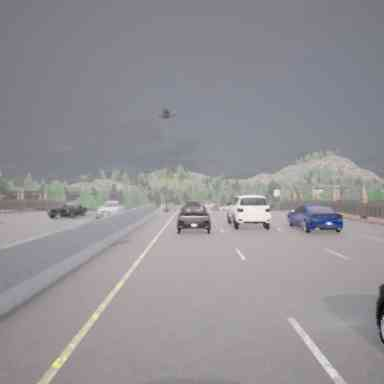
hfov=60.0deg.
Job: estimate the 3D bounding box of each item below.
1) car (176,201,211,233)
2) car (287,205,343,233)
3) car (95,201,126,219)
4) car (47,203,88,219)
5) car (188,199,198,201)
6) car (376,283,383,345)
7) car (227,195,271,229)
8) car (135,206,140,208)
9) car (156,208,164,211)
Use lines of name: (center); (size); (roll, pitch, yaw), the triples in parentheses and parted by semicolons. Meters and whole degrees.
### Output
car: (0.105, 1.494, 19.530); (2.128, 1.511, 4.902); (0, 0, 0)
car: (7.105, 1.483, 19.692); (1.882, 1.535, 5.008); (0, 0, 0)
car: (-7.088, 1.526, 29.488); (1.812, 1.442, 4.674); (0, 0, 0)
car: (-10.590, 1.601, 28.578); (1.895, 1.301, 4.718); (0, 0, 0)
car: (0.111, 1.734, 42.285); (1.837, 1.490, 4.892); (0, -3, 0)
car: (3.610, 1.479, 2.848); (1.882, 1.535, 5.008); (0, 0, 0)
car: (3.606, 1.226, 21.795); (2.150, 2.045, 5.566); (0, 0, 0)
car: (-10.481, 3.836, 69.424); (2.150, 2.045, 5.566); (0, -7, 0)
car: (-6.981, 4.171, 71.260); (1.882, 1.535, 5.008); (0, -7, 0)
